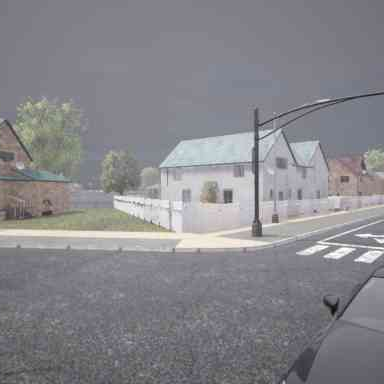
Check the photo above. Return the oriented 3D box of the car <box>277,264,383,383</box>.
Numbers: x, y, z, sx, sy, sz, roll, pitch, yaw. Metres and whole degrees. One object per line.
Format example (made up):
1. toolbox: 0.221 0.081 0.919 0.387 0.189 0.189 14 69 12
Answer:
1. car: 2.548 1.524 3.442 1.812 1.442 4.674 0 0 42
